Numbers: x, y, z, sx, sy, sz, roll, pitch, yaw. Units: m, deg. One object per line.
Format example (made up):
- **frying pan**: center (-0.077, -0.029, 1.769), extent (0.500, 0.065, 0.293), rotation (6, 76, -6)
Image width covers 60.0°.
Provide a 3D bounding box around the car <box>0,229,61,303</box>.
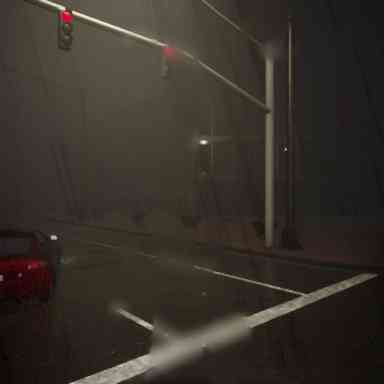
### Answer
- **car**: center (-4.321, 1.593, 8.072), extent (1.994, 1.385, 4.181), rotation (0, 0, -19)
